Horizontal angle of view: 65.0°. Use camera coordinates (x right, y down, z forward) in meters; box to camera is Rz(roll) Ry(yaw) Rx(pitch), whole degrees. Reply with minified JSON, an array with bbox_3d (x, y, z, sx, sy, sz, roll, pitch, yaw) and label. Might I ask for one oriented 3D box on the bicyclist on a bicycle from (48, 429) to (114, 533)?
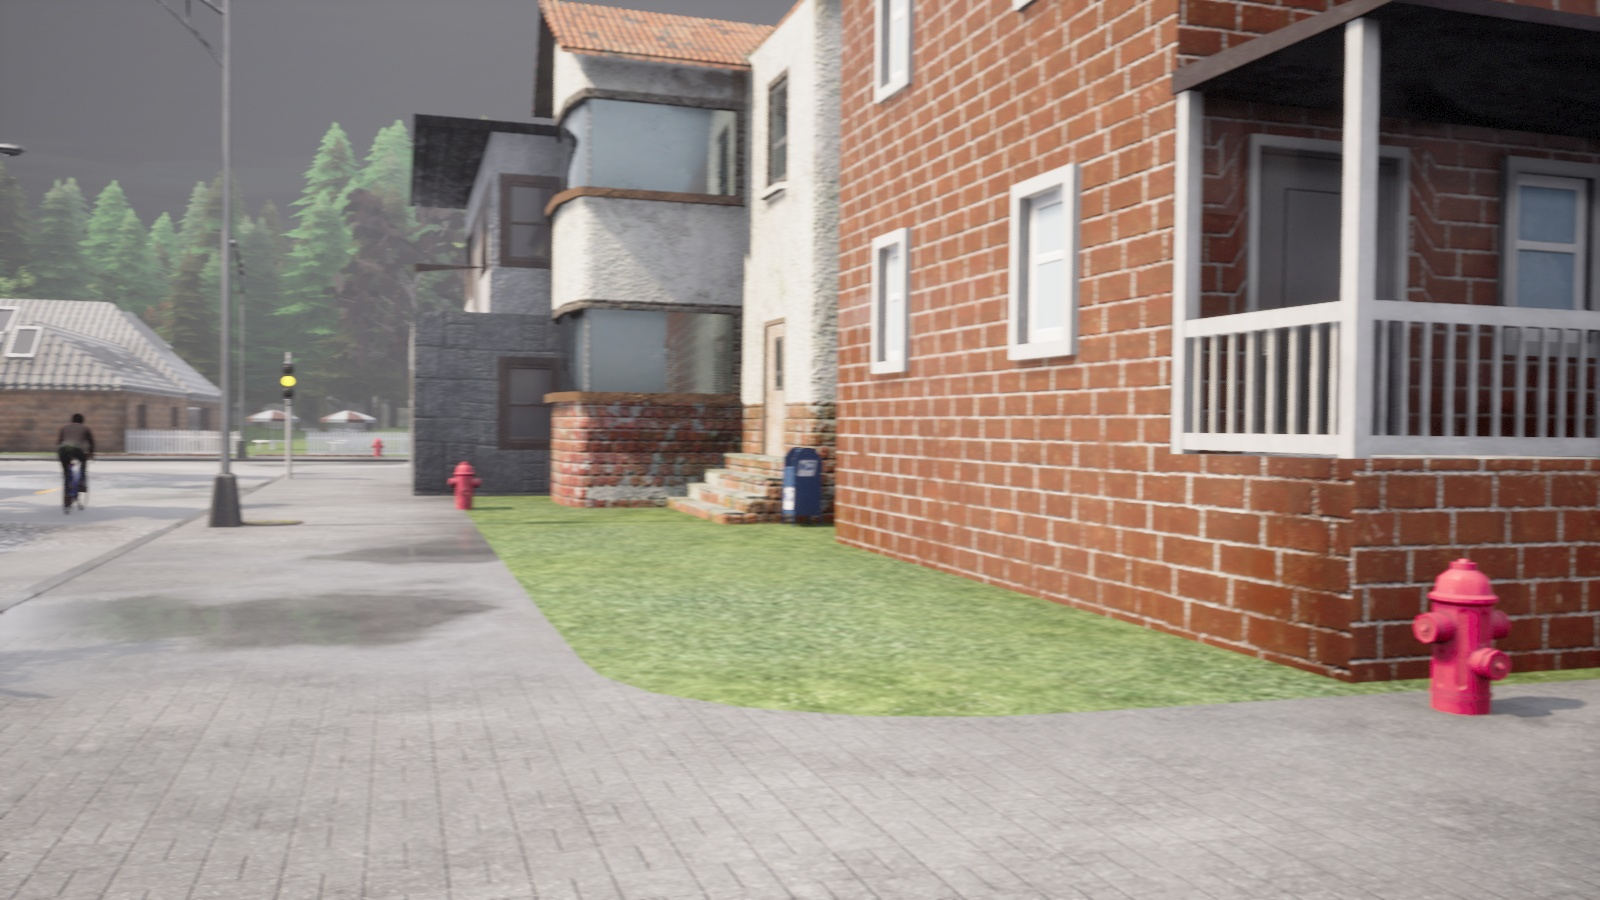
[{"bbox_3d":[-11.746,0.482,20.561,0.582,1.620,1.656,-1,1,-18],"label":"bicyclist on a bicycle"}]
